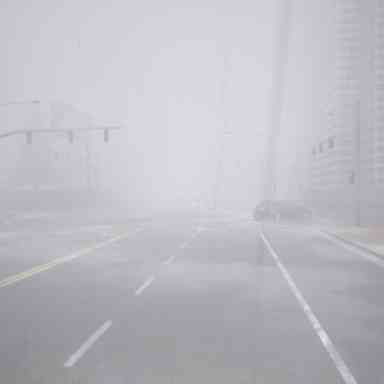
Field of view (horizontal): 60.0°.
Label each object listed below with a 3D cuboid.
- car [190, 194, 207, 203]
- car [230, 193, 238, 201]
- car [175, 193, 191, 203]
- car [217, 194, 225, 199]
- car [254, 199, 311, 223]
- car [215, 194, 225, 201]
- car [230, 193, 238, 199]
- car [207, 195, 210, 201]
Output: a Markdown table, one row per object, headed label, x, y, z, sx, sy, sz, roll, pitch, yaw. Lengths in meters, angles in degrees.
| label | x | y | z | sx | sy | sz | roll | pitch | yaw |
| --- | --- | --- | --- | --- | --- | --- | --- | --- | --- |
| car | 1.315 | 1.434 | 66.968 | 1.812 | 1.442 | 4.674 | 0 | 0 | 8 |
| car | 10.175 | 1.421 | 80.641 | 2.033 | 1.411 | 5.357 | 0 | 0 | 7 |
| car | -2.160 | 1.452 | 67.350 | 2.033 | 1.411 | 5.357 | 0 | 0 | 8 |
| car | 8.042 | 1.229 | 91.293 | 2.128 | 1.511 | 4.902 | 0 | 0 | 7 |
| car | 6.872 | 1.316 | 25.031 | 4.553 | 1.767 | 2.097 | 0 | 0 | -32 |
| car | 6.705 | 1.406 | 81.096 | 2.128 | 1.511 | 4.902 | 0 | 0 | 7 |
| car | 11.509 | 1.060 | 90.808 | 2.097 | 1.767 | 4.553 | 0 | 0 | 7 |
| car | 3.335 | 1.383 | 82.318 | 1.837 | 1.490 | 4.892 | 0 | 0 | 7 |
